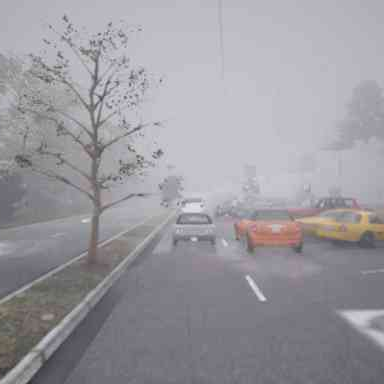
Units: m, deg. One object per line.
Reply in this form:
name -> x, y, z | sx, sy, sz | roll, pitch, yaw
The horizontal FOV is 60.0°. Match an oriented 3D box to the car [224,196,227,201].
car -> 7.877, 1.751, 47.978 | 5.366, 1.575, 1.946 | 1, 0, -20

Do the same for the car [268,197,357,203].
car -> 8.040, 1.344, 21.009 | 5.566, 2.045, 2.435 | 1, 0, -20

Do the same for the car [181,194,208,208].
car -> 0.085, 1.424, 32.191 | 2.150, 2.045, 5.566 | 0, 0, 0

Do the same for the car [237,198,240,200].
car -> 8.056, 1.777, 39.026 | 4.674, 1.452, 2.002 | 1, 0, -20

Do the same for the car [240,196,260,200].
car -> 8.086, 1.591, 36.038 | 4.553, 1.767, 2.185 | 1, 0, -20

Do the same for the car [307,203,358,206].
car -> 7.888, 1.566, 17.955 | 5.366, 1.575, 1.946 | 1, 0, -20

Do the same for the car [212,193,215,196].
car -> 8.031, 1.607, 81.073 | 4.674, 1.452, 2.002 | 1, 0, -20

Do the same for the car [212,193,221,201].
car -> 8.011, 1.618, 78.054 | 4.792, 1.488, 2.163 | 1, 1, -20

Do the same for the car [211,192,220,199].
car -> 8.006, 1.419, 84.044 | 4.553, 1.767, 2.185 | 1, 0, -20

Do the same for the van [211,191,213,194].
van -> 8.144, 1.298, 87.078 | 4.442, 1.987, 1.878 | 1, 0, -20

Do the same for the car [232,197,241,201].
car -> 8.077, 1.775, 42.051 | 4.792, 1.488, 2.163 | 1, 0, -20

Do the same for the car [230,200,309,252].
car -> 3.090, 1.414, 14.310 | 2.097, 1.767, 4.553 | 0, 0, 0

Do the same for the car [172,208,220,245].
car -> 0.092, 1.672, 15.970 | 1.895, 1.301, 4.718 | 0, 0, 0

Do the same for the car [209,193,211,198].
car -> 8.025, 1.502, 90.019 | 4.892, 1.521, 2.231 | 1, 0, -20

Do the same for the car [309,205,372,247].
car -> 8.236, 1.553, 15.089 | 5.366, 1.575, 1.946 | 1, -1, -20

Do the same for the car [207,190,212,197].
car -> 8.009, 1.228, 92.986 | 5.566, 2.045, 2.435 | 1, 1, -20

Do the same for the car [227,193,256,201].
car -> 8.079, 1.503, 45.051 | 5.566, 2.045, 2.435 | 1, 0, -20

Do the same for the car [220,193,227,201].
car -> 8.024, 1.497, 54.032 | 5.566, 2.045, 2.435 | 1, 1, -20

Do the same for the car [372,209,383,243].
car -> 8.093, 1.268, 9.039 | 5.566, 2.045, 2.435 | 1, -1, -20

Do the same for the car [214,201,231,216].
car -> 3.086, 1.800, 31.774 | 1.895, 1.301, 4.718 | 0, 0, 0

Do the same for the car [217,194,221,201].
car -> 8.016, 1.705, 66.049 | 4.792, 1.488, 2.163 | 1, 1, -20

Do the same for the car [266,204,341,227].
car -> 8.033, 1.648, 24.010 | 4.792, 1.488, 2.163 | 1, 0, -20
